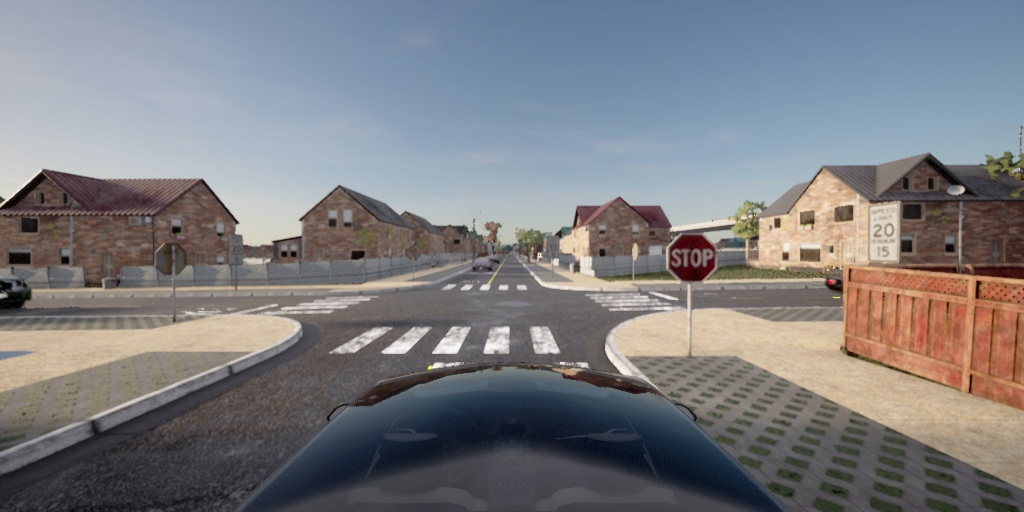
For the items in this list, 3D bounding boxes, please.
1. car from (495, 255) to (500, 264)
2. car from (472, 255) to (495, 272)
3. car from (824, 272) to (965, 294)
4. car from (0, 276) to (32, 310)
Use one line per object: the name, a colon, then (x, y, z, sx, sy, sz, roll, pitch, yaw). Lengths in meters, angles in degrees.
car: (-3.014, 0.519, 58.552, 1.882, 1.535, 5.008, 0, 1, 0)
car: (-2.985, 0.842, 36.572, 1.812, 1.442, 4.674, 0, 1, 0)
car: (14.154, 0.969, 12.664, 4.718, 1.301, 1.895, -1, 0, 1)
car: (-21.534, 1.140, 13.247, 5.566, 2.045, 2.150, -1, 0, 1)
